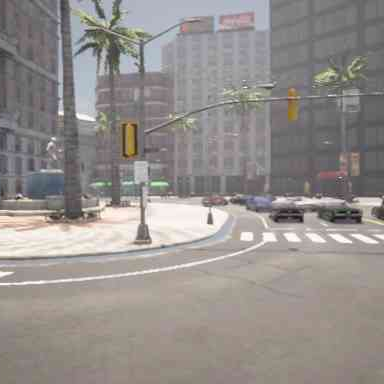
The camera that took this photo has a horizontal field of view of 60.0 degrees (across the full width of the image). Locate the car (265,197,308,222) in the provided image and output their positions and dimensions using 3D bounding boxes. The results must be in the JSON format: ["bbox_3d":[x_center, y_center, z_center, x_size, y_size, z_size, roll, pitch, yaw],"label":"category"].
[{"bbox_3d":[6.397,1.288,23.005,1.895,1.301,4.718,0,1,7],"label":"car"}]

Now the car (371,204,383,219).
[{"bbox_3d":[13.505,1.216,21.434,2.033,1.411,5.357,0,1,7],"label":"car"}]

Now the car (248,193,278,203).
[{"bbox_3d":[10.550,0.910,49.728,1.994,1.385,4.181,-1,1,-33],"label":"car"}]

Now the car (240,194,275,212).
[{"bbox_3d":[6.451,1.106,31.924,1.812,1.442,4.674,0,1,-8],"label":"car"}]

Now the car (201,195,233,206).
[{"bbox_3d":[2.854,1.040,42.213,1.994,1.385,4.181,-1,1,-31],"label":"car"}]

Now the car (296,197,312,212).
[{"bbox_3d":[10.001,1.166,31.661,1.895,1.301,4.718,0,1,-7],"label":"car"}]

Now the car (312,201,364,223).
[{"bbox_3d":[9.819,1.276,22.497,1.895,1.301,4.718,0,1,7],"label":"car"}]

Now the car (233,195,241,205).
[{"bbox_3d":[6.746,1.056,42.293,1.895,1.301,4.718,-1,1,-27],"label":"car"}]
